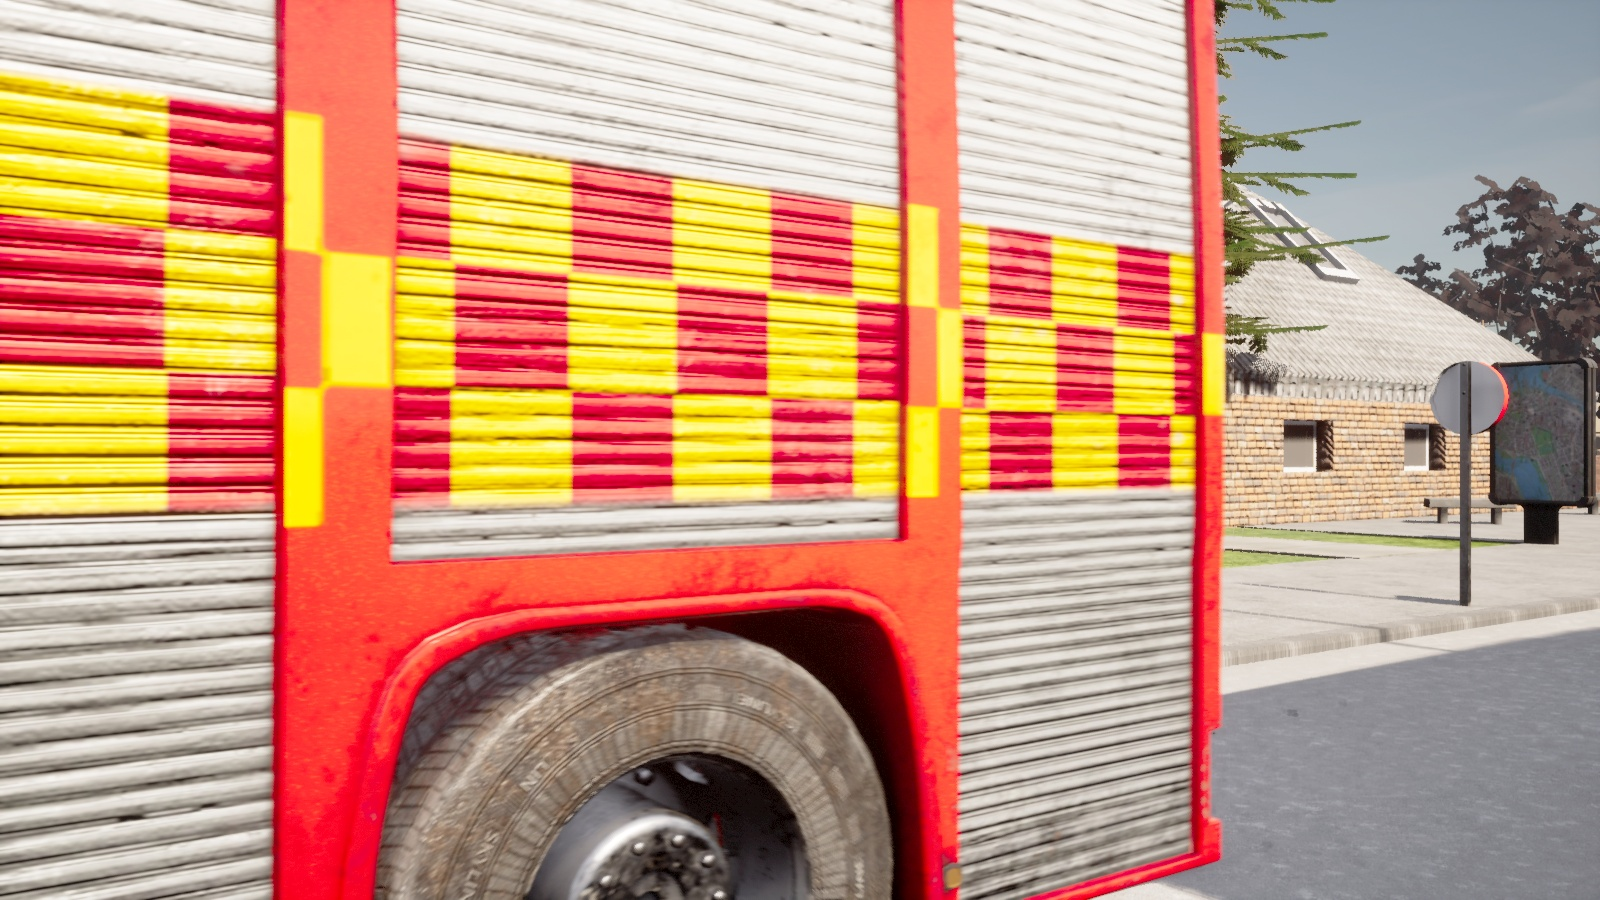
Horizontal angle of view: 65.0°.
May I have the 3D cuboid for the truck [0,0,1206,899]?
[{"bbox_3d":[-3.245,-0.408,2.006,8.468,3.827,2.891,0,0,-35],"label":"truck"}]
